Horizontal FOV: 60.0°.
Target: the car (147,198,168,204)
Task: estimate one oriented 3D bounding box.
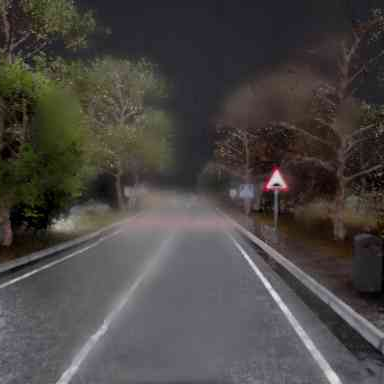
[{"bbox_3d":[-8.969,2.305,86.836,5.008,1.535,2.097,0,-2,1],"label":"car"}]

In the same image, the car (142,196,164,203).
[{"bbox_3d":[-8.849,2.133,81.295,5.366,1.575,1.946,0,-2,1],"label":"car"}]

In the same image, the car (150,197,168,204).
[{"bbox_3d":[-8.958,2.277,89.615,4.553,1.767,2.185,0,-2,1],"label":"car"}]

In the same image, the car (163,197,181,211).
[{"bbox_3d":[-2.487,1.778,44.786,1.812,1.442,4.674,0,0,1],"label":"car"}]

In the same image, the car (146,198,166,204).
[{"bbox_3d":[-9.004,2.217,84.065,4.892,1.521,2.231,0,-2,1],"label":"car"}]

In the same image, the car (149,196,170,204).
[{"bbox_3d":[-8.862,2.254,92.389,5.566,2.045,2.435,0,-2,1],"label":"car"}]
